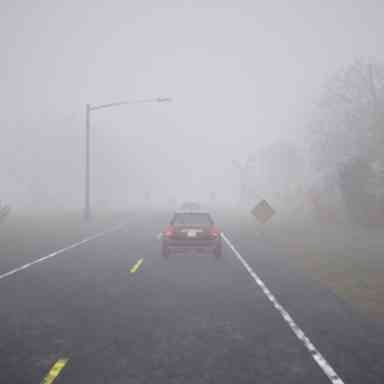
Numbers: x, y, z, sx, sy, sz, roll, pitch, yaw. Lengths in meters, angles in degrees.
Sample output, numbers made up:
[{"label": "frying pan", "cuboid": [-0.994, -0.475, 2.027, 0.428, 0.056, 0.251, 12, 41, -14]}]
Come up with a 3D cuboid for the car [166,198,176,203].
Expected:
[{"label": "car", "cuboid": [-3.944, 1.975, 65.376, 2.097, 1.767, 4.553, 0, -1, 0]}]

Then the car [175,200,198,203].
[{"label": "car", "cuboid": [-0.055, 1.620, 28.415, 2.097, 1.767, 4.553, 0, -1, 0]}]

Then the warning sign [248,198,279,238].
[{"label": "warning sign", "cuboid": [3.544, 1.273, 16.596, 1.300, 1.860, 1.060, 1, 1, 0]}]

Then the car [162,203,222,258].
[{"label": "car", "cuboid": [0.007, 1.479, 13.409, 2.097, 1.767, 4.553, 0, -1, 0]}]
